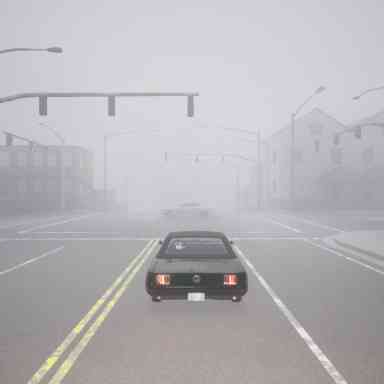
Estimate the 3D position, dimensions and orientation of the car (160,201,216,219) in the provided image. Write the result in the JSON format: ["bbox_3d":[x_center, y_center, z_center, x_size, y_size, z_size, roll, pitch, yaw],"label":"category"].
[{"bbox_3d":[-0.362,1.484,27.998,4.674,1.442,1.812,0,0,-1],"label":"car"}]

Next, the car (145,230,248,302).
[{"bbox_3d":[0.101,1.601,8.210,1.895,1.301,4.718,0,0,0],"label":"car"}]
